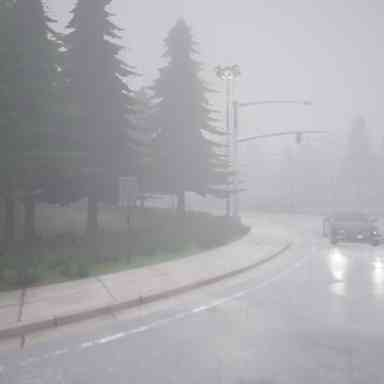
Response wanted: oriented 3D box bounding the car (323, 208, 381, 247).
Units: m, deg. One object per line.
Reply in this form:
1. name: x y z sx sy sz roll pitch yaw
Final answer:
1. car: 7.286 1.559 15.511 1.837 1.490 4.892 0 0 15
